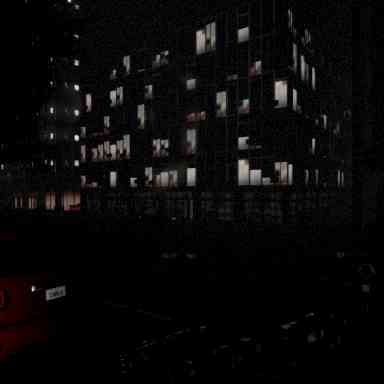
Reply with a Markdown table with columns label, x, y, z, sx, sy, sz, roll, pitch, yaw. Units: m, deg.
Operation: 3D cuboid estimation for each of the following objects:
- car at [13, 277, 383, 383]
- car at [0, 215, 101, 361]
| label | x | y | z | sx | sy | sz | roll | pitch | yaw |
| --- | --- | --- | --- | --- | --- | --- | --- | --- | --- |
| car | 0.889 | 1.566 | 2.243 | 4.313 | 1.339 | 1.947 | 0 | 0 | 36 |
| car | -3.607 | 1.315 | 5.452 | 5.009 | 1.841 | 2.192 | 0 | 0 | 36 |
